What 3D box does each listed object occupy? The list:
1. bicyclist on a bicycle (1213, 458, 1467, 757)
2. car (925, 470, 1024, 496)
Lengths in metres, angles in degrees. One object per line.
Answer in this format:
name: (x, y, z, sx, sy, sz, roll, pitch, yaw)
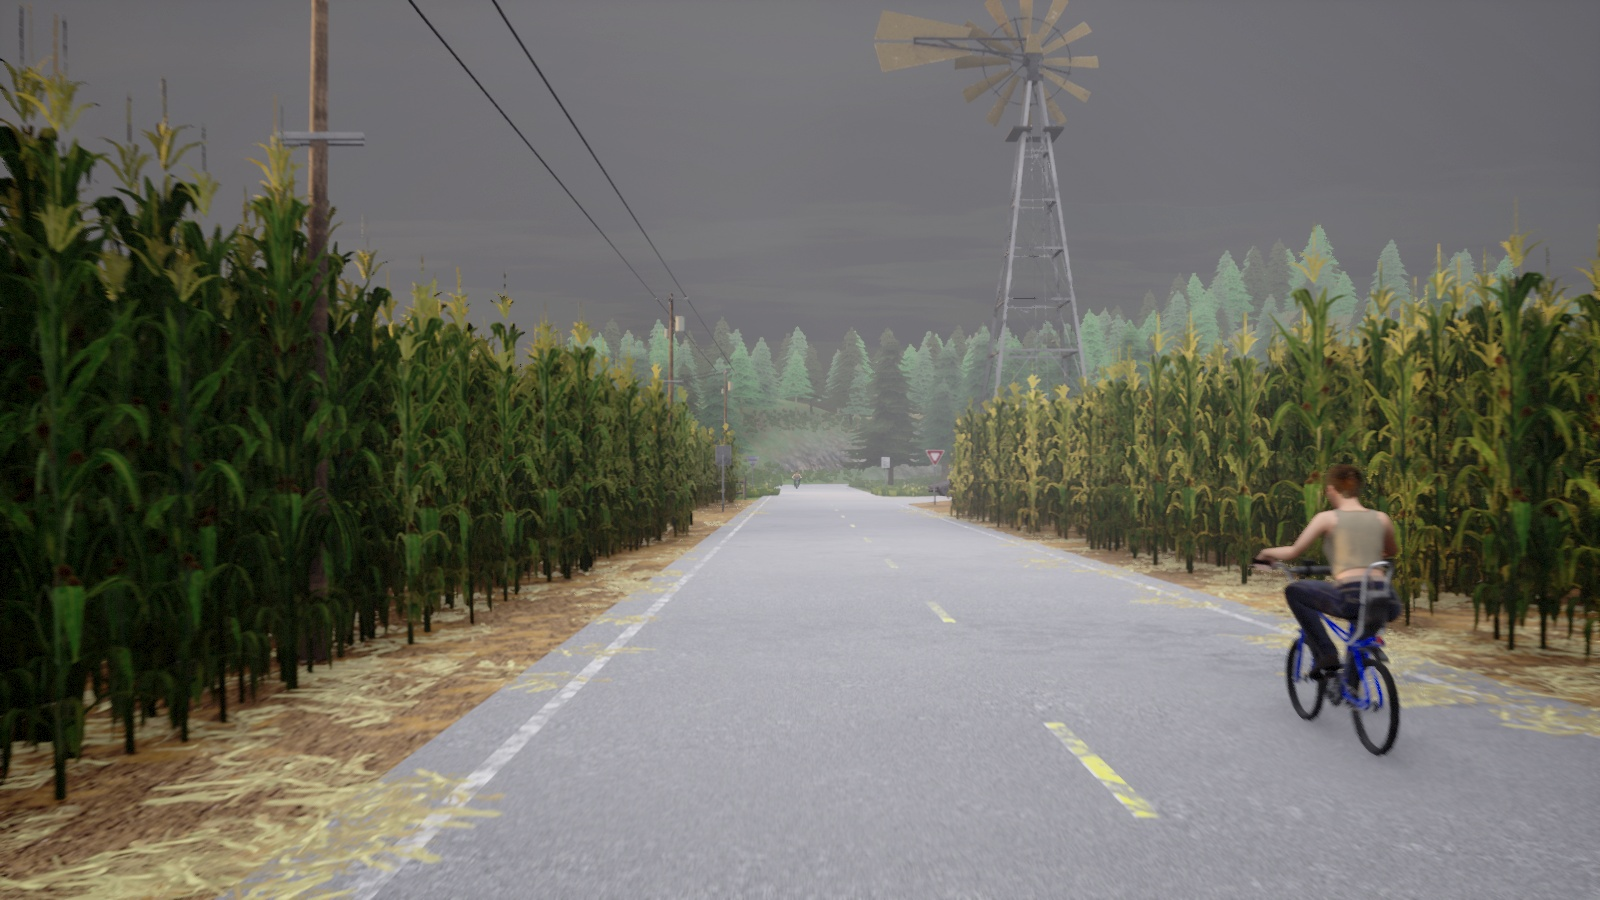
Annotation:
bicyclist on a bicycle: (3.178, 0.865, 7.564, 0.866, 1.612, 1.509, 0, -1, 0)
car: (9.876, 1.884, 71.469, 5.357, 1.411, 2.033, 0, -1, 0)
